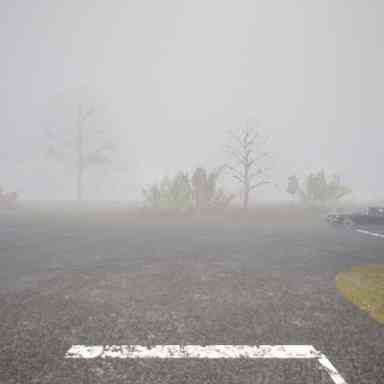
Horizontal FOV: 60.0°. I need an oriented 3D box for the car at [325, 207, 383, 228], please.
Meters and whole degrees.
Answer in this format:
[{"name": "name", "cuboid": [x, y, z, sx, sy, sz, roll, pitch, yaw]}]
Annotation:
[{"name": "car", "cuboid": [11.388, 1.652, 21.979, 4.718, 1.301, 1.895, 0, 0, -2]}]
